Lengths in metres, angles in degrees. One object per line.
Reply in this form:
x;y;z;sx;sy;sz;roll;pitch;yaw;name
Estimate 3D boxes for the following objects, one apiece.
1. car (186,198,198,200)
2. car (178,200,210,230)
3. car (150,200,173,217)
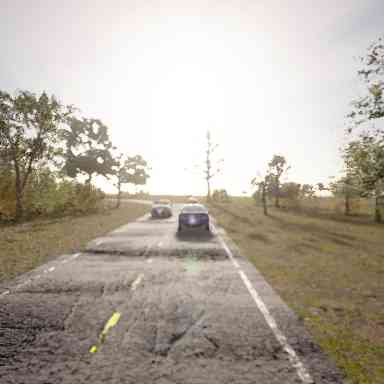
-0.022;1.547;41.281;1.837;1.490;4.892;0;0;-2;car
0.099;1.507;21.397;1.882;1.535;5.008;0;0;0;car
-2.871;1.532;32.065;2.128;1.511;4.902;0;0;0;car
